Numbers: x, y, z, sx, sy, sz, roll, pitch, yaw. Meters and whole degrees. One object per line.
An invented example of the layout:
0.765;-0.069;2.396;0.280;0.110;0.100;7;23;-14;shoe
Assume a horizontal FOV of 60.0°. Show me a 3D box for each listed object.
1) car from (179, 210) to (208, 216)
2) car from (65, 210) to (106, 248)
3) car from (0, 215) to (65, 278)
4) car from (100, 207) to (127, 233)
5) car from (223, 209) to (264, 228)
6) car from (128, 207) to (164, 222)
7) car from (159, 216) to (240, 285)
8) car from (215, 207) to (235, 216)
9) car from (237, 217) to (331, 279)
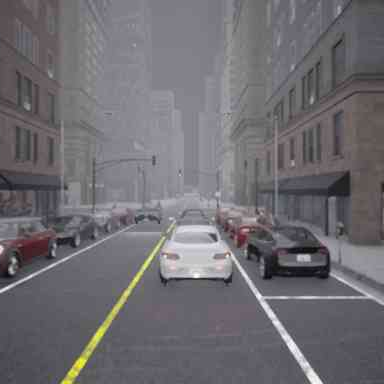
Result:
0.097;1.819;21.506;1.994;1.385;4.181;0;-1;0;car
-5.775;1.753;15.764;1.947;1.339;4.313;-1;-1;0;car
-5.776;1.562;10.261;1.967;1.590;4.097;-1;-1;0;car
-5.775;1.803;21.269;2.008;1.369;4.403;-1;-1;0;car
2.750;1.731;15.765;1.887;1.381;4.507;-1;-1;0;car
-3.002;1.483;24.398;2.033;1.411;5.357;0;-1;0;car
0.102;1.641;9.749;1.812;1.442;4.674;0;-1;0;car
2.750;1.797;21.270;1.887;1.381;4.507;-1;-1;0;car
2.751;1.687;10.260;1.947;1.339;4.313;-1;-1;0;car
